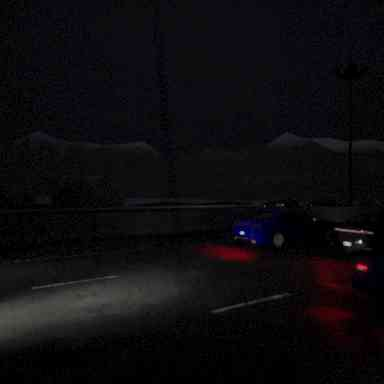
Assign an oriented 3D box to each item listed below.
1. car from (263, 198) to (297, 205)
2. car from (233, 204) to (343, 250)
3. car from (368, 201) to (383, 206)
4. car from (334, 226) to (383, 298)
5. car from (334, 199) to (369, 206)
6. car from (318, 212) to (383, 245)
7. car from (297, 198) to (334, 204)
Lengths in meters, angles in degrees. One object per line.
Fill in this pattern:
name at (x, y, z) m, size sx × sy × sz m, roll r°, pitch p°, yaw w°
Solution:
car at (11.157, 1.521, 41.711) m, size 4.892 × 1.490 × 1.837 m, roll 0°, pitch 0°, yaw -23°
car at (4.126, 1.483, 14.485) m, size 5.008 × 1.535 × 1.882 m, roll 0°, pitch 0°, yaw -31°
car at (20.853, 1.616, 34.347) m, size 4.181 × 1.385 × 1.994 m, roll 0°, pitch 0°, yaw -21°
car at (5.811, 1.563, 7.390) m, size 5.357 × 1.411 × 2.033 m, roll 0°, pitch 0°, yaw -31°
car at (18.762, 1.569, 37.295) m, size 4.674 × 1.442 × 1.812 m, roll 0°, pitch 0°, yaw -21°
car at (7.256, 1.509, 12.246) m, size 4.902 × 1.511 × 2.128 m, roll 0°, pitch 0°, yaw -30°
car at (15.382, 1.537, 39.701) m, size 4.892 × 1.490 × 1.837 m, roll 1°, pitch 0°, yaw -22°
